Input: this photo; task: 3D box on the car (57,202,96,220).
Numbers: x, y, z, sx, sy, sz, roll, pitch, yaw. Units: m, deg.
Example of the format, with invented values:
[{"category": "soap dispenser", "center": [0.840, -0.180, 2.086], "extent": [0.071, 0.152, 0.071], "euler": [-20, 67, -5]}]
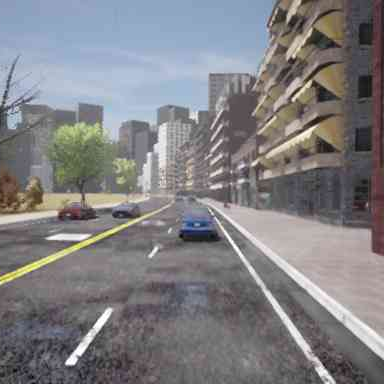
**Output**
[{"category": "car", "center": [-9.358, 1.539, 27.281], "extent": [1.994, 1.385, 4.181], "euler": [1, 0, 1]}]

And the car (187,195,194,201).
[{"category": "car", "center": [-0.461, 1.708, 94.527], "extent": [1.837, 1.490, 4.892], "euler": [1, 0, -4]}]

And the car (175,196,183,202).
[{"category": "car", "center": [-3.167, 1.778, 84.271], "extent": [2.128, 1.511, 4.902], "euler": [1, 0, -3]}]

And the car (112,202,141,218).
[{"category": "car", "center": [-5.983, 1.608, 31.024], "extent": [2.033, 1.411, 5.357], "euler": [1, 0, 1]}]

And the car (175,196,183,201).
[{"category": "car", "center": [-3.705, 1.719, 94.328], "extent": [1.994, 1.385, 4.181], "euler": [1, 0, -4]}]

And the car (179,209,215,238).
[{"category": "car", "center": [0.290, 1.615, 18.298], "extent": [2.033, 1.411, 5.357], "euler": [1, 0, 1]}]

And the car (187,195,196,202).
[{"category": "car", "center": [0.098, 1.833, 84.015], "extent": [2.033, 1.411, 5.357], "euler": [1, 0, -3]}]
